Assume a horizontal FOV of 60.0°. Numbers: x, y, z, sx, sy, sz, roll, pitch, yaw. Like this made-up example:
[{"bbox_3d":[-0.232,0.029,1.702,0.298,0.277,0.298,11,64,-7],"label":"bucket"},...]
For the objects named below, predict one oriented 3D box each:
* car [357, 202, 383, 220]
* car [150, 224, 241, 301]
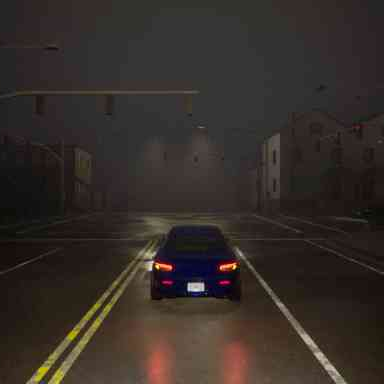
[{"bbox_3d":[16.370,1.526,27.970,4.674,1.442,1.812,0,0,-1],"label":"car"},{"bbox_3d":[0.087,1.526,8.219,1.812,1.442,4.674,0,0,0],"label":"car"}]
